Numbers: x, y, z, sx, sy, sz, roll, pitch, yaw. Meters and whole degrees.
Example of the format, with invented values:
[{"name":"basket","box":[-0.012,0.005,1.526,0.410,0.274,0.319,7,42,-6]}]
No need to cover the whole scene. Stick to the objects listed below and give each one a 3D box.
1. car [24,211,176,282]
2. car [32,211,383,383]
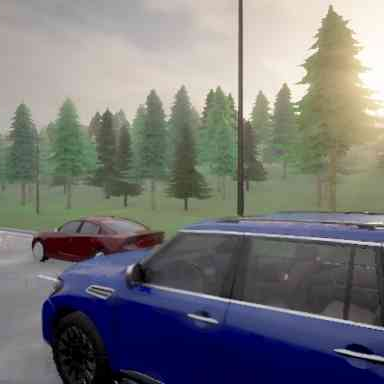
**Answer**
[{"name":"car","box":[-3.055,1.478,10.458,5.008,1.535,1.882,0,0,35]},{"name":"car","box":[0.776,1.224,3.456,5.566,2.045,2.150,0,0,36]}]
